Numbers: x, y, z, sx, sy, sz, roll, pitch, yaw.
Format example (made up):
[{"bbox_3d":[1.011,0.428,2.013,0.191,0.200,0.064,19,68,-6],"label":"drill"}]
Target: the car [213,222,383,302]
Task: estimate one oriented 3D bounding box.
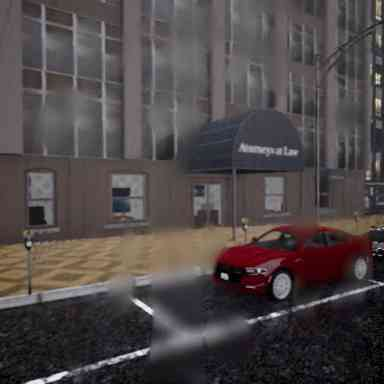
[{"bbox_3d":[2.565,1.496,8.099,4.507,1.381,1.887,0,0,-33],"label":"car"}]
